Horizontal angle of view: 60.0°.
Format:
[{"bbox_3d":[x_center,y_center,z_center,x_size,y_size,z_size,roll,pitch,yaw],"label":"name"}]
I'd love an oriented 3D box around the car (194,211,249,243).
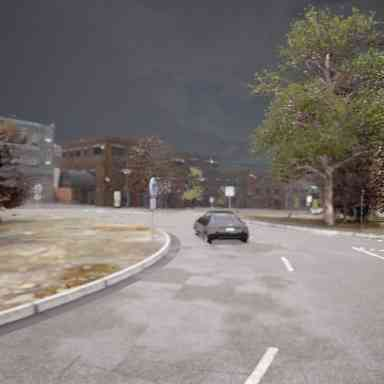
[{"bbox_3d":[1.349,1.627,16.631,1.994,1.385,4.181,1,0,-9],"label":"car"}]
